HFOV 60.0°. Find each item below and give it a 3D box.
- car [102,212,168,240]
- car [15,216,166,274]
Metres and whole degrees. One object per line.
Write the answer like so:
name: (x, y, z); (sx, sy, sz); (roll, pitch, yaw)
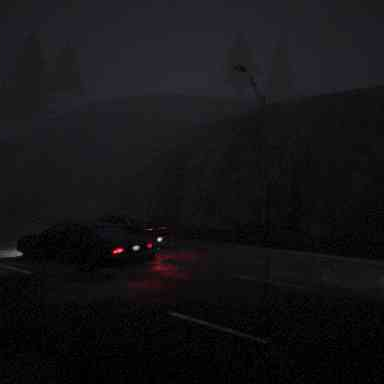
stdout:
car: (-3.316, 1.674, 14.984); (4.892, 1.490, 1.837); (0, -1, 35)
car: (-3.670, 1.658, 11.035); (5.357, 1.411, 2.033); (0, -1, 35)
